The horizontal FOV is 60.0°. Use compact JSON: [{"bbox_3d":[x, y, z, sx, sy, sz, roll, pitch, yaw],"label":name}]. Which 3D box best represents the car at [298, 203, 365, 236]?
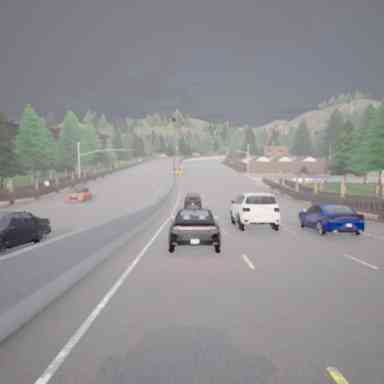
[{"bbox_3d":[7.093,1.337,17.482,1.882,1.535,5.008,0,0,0],"label":"car"}]

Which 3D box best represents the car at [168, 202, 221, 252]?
[{"bbox_3d":[0.095,1.384,13.257,2.128,1.511,4.902,0,0,0],"label":"car"}]

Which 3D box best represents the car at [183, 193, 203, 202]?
[{"bbox_3d":[0.085,0.825,36.036,1.837,1.490,4.892,0,3,0],"label":"car"}]

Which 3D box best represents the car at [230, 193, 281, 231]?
[{"bbox_3d":[3.592,1.063,19.636,2.150,2.045,5.566,0,0,0],"label":"car"}]

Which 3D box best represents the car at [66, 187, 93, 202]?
[{"bbox_3d":[-14.018,0.291,41.446,2.097,1.767,4.553,0,5,0],"label":"car"}]

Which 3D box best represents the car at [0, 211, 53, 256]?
[{"bbox_3d":[-7.103,1.446,12.460,2.033,1.411,5.357,0,0,0],"label":"car"}]
